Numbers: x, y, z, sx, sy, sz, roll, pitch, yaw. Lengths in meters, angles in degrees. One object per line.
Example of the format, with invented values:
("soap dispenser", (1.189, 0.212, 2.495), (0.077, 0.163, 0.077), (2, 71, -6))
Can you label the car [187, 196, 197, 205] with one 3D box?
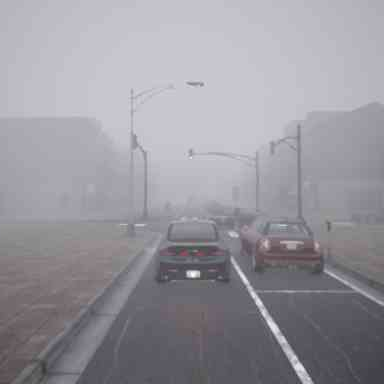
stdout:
("car", (0.003, 1.950, 78.508), (2.150, 2.045, 5.566), (0, -1, 0))

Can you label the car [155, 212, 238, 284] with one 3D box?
("car", (0.017, 1.553, 9.717), (1.837, 1.490, 4.892), (0, 0, 0))

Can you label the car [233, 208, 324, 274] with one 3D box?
("car", (2.663, 1.493, 10.802), (1.967, 1.590, 4.097), (2, 0, 0))

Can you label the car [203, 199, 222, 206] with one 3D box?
("car", (2.658, 1.803, 37.548), (1.947, 1.339, 4.313), (1, -1, 0))

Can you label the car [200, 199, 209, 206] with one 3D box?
("car", (2.657, 2.138, 70.340), (1.752, 1.417, 4.829), (1, -1, 0))

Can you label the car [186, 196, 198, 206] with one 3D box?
("car", (0.017, 1.804, 68.099), (2.150, 2.045, 5.566), (0, -1, 0))

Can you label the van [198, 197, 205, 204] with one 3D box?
("van", (2.660, 2.268, 91.924), (1.690, 1.788, 3.998), (1, -1, 0))

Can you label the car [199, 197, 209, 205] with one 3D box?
("car", (2.661, 2.000, 75.611), (2.192, 1.841, 5.009), (1, -1, 0))

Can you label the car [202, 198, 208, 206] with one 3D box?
("car", (2.657, 1.854, 42.984), (1.947, 1.339, 4.313), (1, -1, 0))

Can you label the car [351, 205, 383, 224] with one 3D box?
("car", (14.567, 1.719, 25.629), (4.181, 1.385, 1.994), (0, -2, 0))

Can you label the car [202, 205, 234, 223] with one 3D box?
("car", (2.870, 1.644, 20.918), (1.895, 1.301, 4.718), (0, -1, 42))

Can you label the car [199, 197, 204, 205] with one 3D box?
("car", (2.657, 2.037, 59.296), (1.947, 1.339, 4.313), (1, -1, 0))

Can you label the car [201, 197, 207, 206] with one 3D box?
("car", (2.658, 1.872, 48.591), (1.752, 1.417, 4.829), (1, -1, 0))
